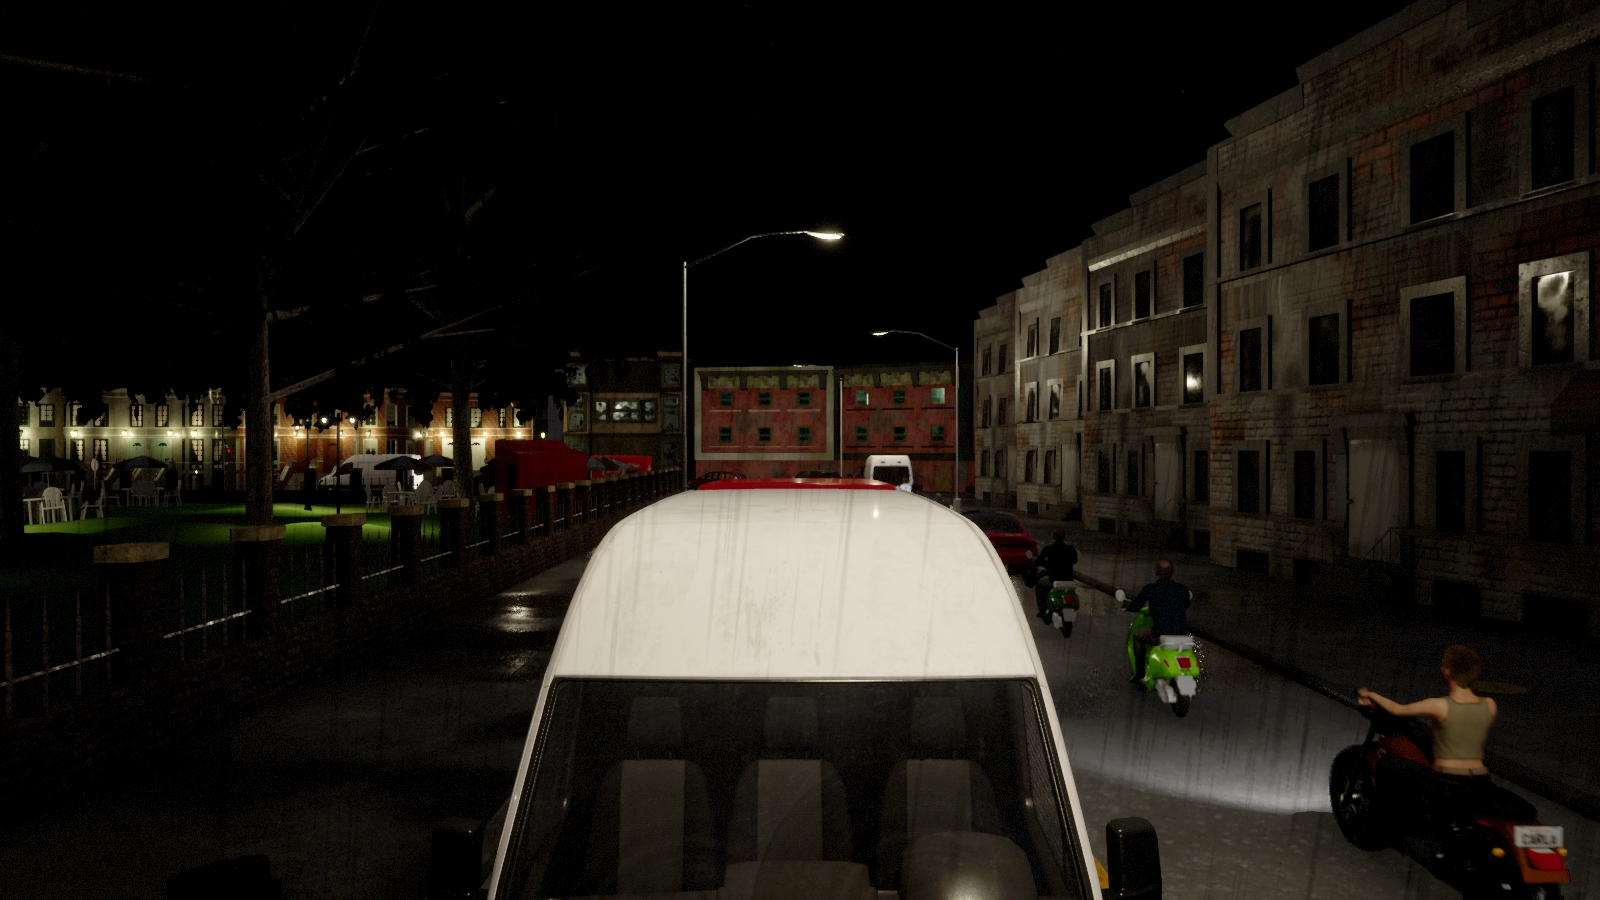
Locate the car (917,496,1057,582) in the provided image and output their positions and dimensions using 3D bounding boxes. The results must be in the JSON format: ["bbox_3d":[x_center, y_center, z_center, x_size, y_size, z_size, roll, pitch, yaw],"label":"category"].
[{"bbox_3d":[3.927,1.841,24.874,2.231,1.480,4.892,0,0,0],"label":"car"}]

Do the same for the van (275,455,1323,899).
[{"bbox_3d":[-0.006,1.314,5.127,1.988,2.561,5.915,0,0,0],"label":"van"}]

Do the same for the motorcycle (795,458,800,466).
[{"bbox_3d":[-0.384,1.962,183.190,0.856,1.236,1.805,0,0,0],"label":"motorcycle"}]
